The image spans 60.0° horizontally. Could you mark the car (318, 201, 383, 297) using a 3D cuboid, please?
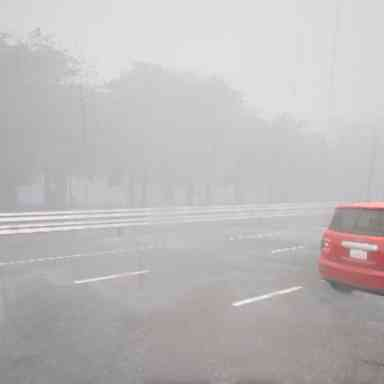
[{"bbox_3d":[5.198,1.220,7.584,5.566,2.045,2.150,0,0,-36],"label":"car"}]
